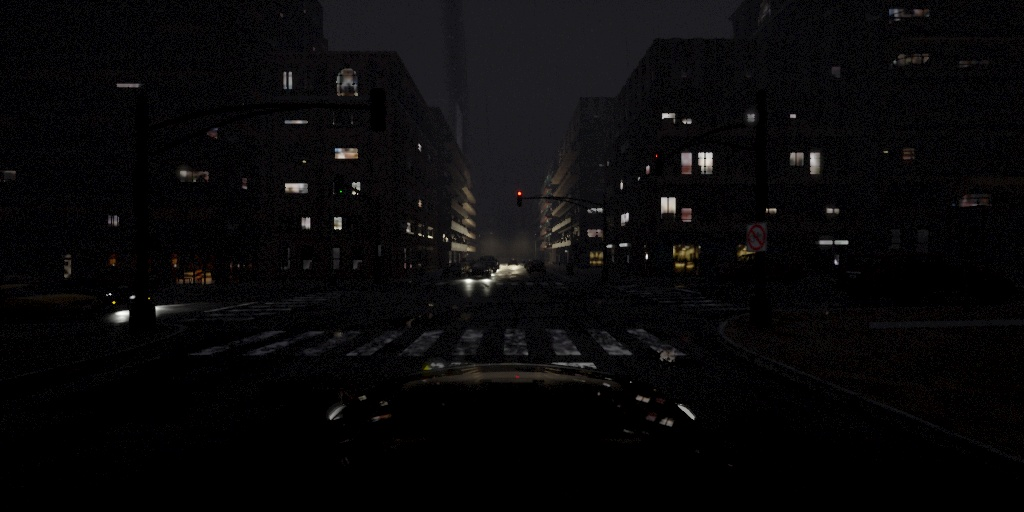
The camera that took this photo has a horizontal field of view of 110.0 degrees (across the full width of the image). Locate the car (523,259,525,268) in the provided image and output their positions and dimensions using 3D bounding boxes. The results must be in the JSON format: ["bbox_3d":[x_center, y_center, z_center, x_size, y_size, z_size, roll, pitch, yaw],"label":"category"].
[{"bbox_3d":[2.801,1.193,46.446,1.967,1.591,4.097,0,0,0],"label":"car"}]

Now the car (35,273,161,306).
[{"bbox_3d":[-18.288,1.625,15.388,4.181,1.385,1.994,-1,0,0],"label":"car"}]

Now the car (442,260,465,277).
[{"bbox_3d":[-5.608,1.316,35.100,1.948,1.339,4.313,0,0,0],"label":"car"}]

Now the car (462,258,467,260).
[{"bbox_3d":[-5.594,1.277,40.613,1.751,1.417,4.829,0,0,0],"label":"car"}]

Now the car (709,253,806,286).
[{"bbox_3d":[14.624,0.755,21.386,5.009,1.841,2.192,0,0,0],"label":"car"}]

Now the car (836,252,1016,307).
[{"bbox_3d":[14.738,0.773,13.006,5.009,1.841,2.192,0,0,0],"label":"car"}]

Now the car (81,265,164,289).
[{"bbox_3d":[-23.551,1.459,21.114,5.009,1.841,2.192,0,0,0],"label":"car"}]

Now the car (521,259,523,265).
[{"bbox_3d":[2.829,1.339,57.811,1.802,1.307,4.207,0,0,0],"label":"car"}]

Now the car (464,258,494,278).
[{"bbox_3d":[-3.022,1.228,34.083,1.882,1.535,5.008,0,0,0],"label":"car"}]

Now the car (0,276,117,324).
[{"bbox_3d":[-17.603,1.584,12.804,4.829,1.417,1.751,0,0,0],"label":"car"}]

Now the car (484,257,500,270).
[{"bbox_3d":[-2.955,1.108,54.398,2.097,1.767,4.553,0,0,0],"label":"car"}]

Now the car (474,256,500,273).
[{"bbox_3d":[-2.995,0.974,44.065,2.150,2.045,5.566,0,0,0],"label":"car"}]

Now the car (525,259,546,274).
[{"bbox_3d":[2.786,1.191,40.764,1.967,1.591,4.097,0,0,0],"label":"car"}]
